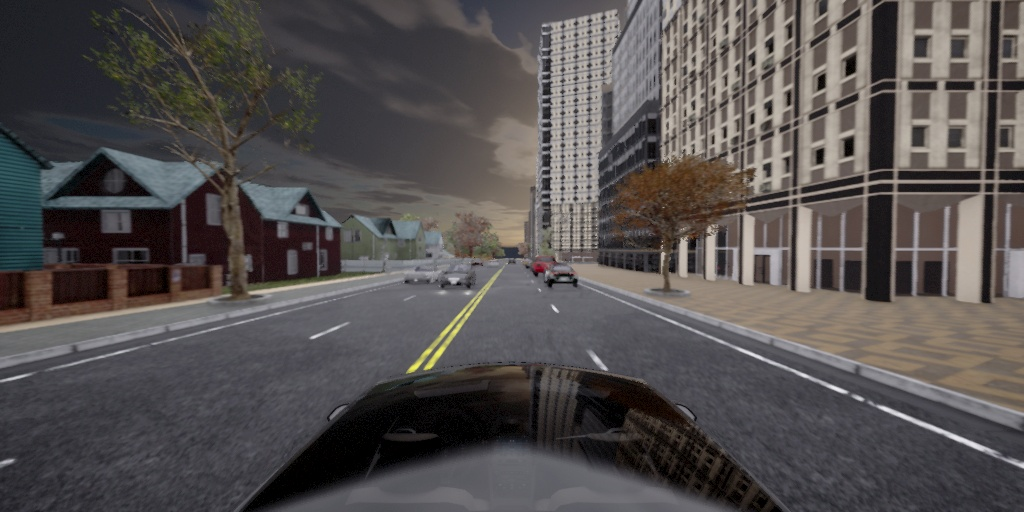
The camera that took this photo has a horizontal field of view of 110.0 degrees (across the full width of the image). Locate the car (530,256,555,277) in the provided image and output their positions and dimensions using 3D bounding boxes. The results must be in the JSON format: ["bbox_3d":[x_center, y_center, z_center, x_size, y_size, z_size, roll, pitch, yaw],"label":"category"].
[{"bbox_3d":[3.250,0.985,35.815,2.150,2.045,5.566,0,0,0],"label":"car"}]

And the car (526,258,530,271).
[{"bbox_3d":[3.250,1.323,46.789,2.033,1.411,5.357,0,0,0],"label":"car"}]

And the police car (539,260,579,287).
[{"bbox_3d":[3.250,1.262,24.781,2.038,1.542,4.974,0,0,0],"label":"police car"}]

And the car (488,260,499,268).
[{"bbox_3d":[-3.261,1.423,63.638,1.895,1.301,4.718,0,0,0],"label":"car"}]

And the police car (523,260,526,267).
[{"bbox_3d":[3.250,1.297,57.793,2.038,1.542,4.974,0,0,0],"label":"police car"}]

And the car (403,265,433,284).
[{"bbox_3d":[-6.590,1.358,26.836,1.895,1.301,4.718,0,0,0],"label":"car"}]

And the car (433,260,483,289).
[{"bbox_3d":[-3.338,1.247,23.036,2.128,1.511,4.902,0,0,0],"label":"car"}]
